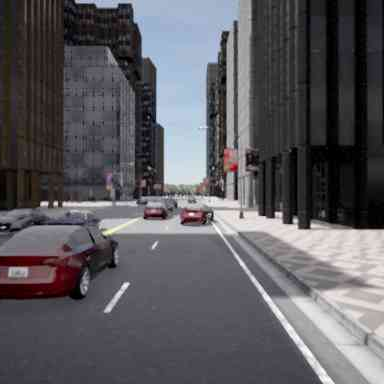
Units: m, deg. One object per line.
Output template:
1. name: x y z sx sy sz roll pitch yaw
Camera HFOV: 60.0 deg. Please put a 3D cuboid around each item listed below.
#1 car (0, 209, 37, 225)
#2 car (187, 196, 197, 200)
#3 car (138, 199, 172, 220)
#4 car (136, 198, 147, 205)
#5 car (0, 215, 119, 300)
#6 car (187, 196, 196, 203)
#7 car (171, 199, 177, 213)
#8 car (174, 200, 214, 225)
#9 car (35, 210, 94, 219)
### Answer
1. car: -9.863 1.682 19.412 1.994 1.385 4.181 0 0 0
2. car: -0.013 1.915 68.615 1.812 1.442 4.674 0 0 1
3. car: -3.270 1.688 30.570 2.163 1.488 4.792 0 0 0
4. car: -9.795 1.859 66.018 1.882 1.535 5.008 0 -1 0
5. car: -3.256 1.556 8.570 2.163 1.488 4.792 0 0 0
6. car: -0.053 1.785 81.757 2.097 1.767 4.553 0 0 0
7. car: -3.277 1.849 41.569 1.895 1.301 4.718 0 0 0
8. car: 0.424 1.660 25.976 2.163 1.488 4.792 0 0 12
9. car: -6.613 1.713 18.589 1.895 1.301 4.718 0 0 0
